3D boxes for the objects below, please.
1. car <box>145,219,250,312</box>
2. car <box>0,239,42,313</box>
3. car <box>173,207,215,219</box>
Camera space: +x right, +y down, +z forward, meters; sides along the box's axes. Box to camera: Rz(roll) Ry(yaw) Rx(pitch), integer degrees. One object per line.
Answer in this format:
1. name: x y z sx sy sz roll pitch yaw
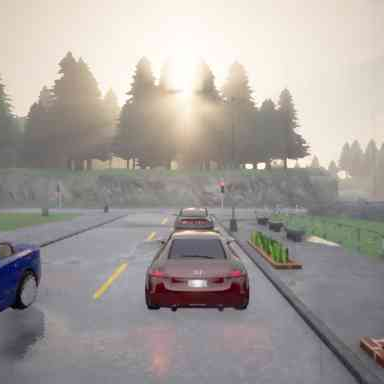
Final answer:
1. car: 0.096 1.564 7.809 1.994 1.385 4.181 0 0 0
2. car: -4.101 1.477 5.001 1.882 1.535 5.008 0 0 0
3. car: 0.091 1.505 16.721 1.837 1.490 4.892 0 0 0
